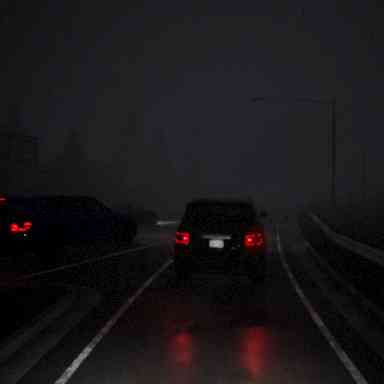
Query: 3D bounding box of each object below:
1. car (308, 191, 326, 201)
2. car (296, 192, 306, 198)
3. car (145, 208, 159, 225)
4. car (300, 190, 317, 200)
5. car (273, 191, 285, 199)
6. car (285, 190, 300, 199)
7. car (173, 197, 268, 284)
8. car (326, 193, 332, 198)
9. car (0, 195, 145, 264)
[{"bbox_3d":[25.099,1.117,66.678,1.812,1.442,4.674,0,0,28],"label":"car"},{"bbox_3d":[29.332,0.845,89.317,1.812,1.442,4.674,0,0,28],"label":"car"},{"bbox_3d":[-3.806,1.427,20.287,1.994,1.385,4.181,0,0,28],"label":"car"},{"bbox_3d":[27.650,0.871,78.825,2.097,1.767,4.553,0,0,28],"label":"car"},{"bbox_3d":[21.503,1.011,82.175,1.812,1.442,4.674,0,0,28],"label":"car"},{"bbox_3d":[24.386,1.003,80.147,1.837,1.490,4.892,0,0,28],"label":"car"},{"bbox_3d":[0.990,1.160,9.689,2.150,2.045,5.566,0,1,10],"label":"car"},{"bbox_3d":[36.085,1.012,87.093,2.033,1.411,5.357,0,0,28],"label":"car"},{"bbox_3d":[-4.350,1.137,11.904,2.150,2.045,5.566,0,0,28],"label":"car"}]
